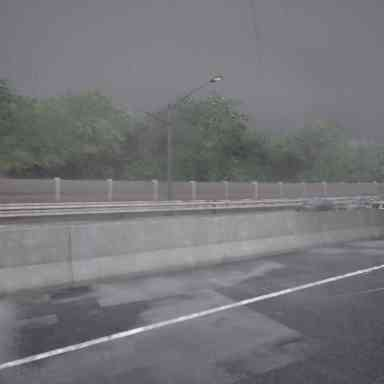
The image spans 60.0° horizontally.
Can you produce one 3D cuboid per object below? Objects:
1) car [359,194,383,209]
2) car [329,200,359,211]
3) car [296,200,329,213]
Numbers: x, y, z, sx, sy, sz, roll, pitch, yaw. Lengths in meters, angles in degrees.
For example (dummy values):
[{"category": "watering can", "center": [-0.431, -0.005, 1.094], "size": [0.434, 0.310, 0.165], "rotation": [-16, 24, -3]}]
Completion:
[{"category": "car", "center": [17.132, 1.163, 28.580], "size": [5.566, 2.045, 2.150], "rotation": [-1, 0, -34]}, {"category": "car", "center": [15.434, 1.500, 31.649], "size": [4.181, 1.385, 1.994], "rotation": [-1, 0, -34]}, {"category": "car", "center": [13.046, 1.485, 34.270], "size": [5.357, 1.411, 2.033], "rotation": [-1, 0, -34]}]
